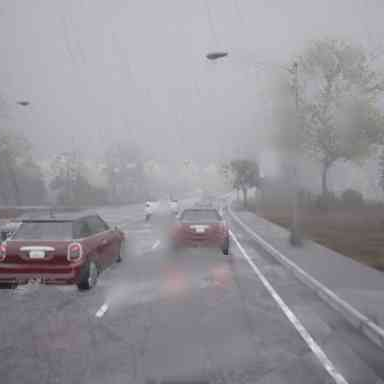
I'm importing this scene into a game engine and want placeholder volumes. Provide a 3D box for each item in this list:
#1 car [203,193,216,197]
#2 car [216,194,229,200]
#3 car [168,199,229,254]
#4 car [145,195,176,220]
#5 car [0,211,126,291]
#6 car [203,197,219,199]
[{"bbox_3d":[4.132,1.182,85.939,2.150,2.045,5.566,0,0,10],"label":"car"},{"bbox_3d":[7.654,1.573,85.758,1.895,1.301,4.718,0,0,10],"label":"car"},{"bbox_3d":[0.349,1.358,13.773,2.097,1.767,4.553,0,0,2],"label":"car"},{"bbox_3d":[-2.517,1.230,28.306,2.150,2.045,5.566,0,0,3],"label":"car"},{"bbox_3d":[-3.266,1.353,9.223,2.097,1.767,4.553,0,0,1],"label":"car"},{"bbox_3d":[1.022,1.503,28.748,2.128,1.511,4.902,0,0,3],"label":"car"}]
